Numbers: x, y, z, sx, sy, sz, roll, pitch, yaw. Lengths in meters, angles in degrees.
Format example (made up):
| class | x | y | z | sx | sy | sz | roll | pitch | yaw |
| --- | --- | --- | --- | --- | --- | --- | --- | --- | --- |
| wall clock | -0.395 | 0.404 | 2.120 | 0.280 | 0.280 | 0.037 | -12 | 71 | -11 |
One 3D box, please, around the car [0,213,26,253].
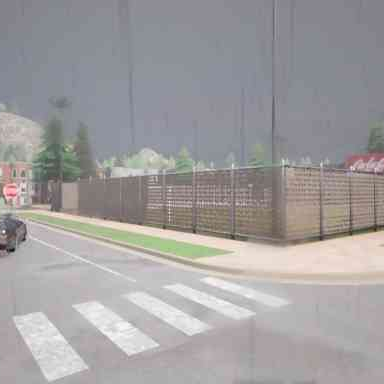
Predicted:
| class | x | y | z | sx | sy | sz | roll | pitch | yaw |
| --- | --- | --- | --- | --- | --- | --- | --- | --- | --- |
| car | -7.789 | 1.538 | 13.145 | 2.033 | 1.411 | 5.357 | 0 | 0 | -21 |
